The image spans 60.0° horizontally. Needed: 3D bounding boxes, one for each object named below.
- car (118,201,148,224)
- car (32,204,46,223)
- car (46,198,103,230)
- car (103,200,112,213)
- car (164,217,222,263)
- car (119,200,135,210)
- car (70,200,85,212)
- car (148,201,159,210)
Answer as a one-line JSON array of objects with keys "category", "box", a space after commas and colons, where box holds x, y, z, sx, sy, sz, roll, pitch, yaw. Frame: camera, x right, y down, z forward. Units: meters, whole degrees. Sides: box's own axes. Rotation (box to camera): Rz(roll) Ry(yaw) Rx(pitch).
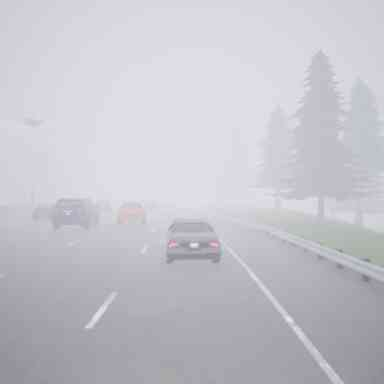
[{"category": "car", "box": [-4.846, 1.594, 27.170, 2.097, 1.767, 4.553, 0, -1, -8]}, {"category": "car", "box": [-12.164, 1.746, 28.571, 2.128, 1.511, 4.902, 0, 0, -9]}, {"category": "car", "box": [-7.806, 1.425, 22.766, 2.150, 2.045, 5.566, 0, 0, -6]}, {"category": "car", "box": [-11.120, 1.722, 41.688, 2.097, 1.767, 4.553, 0, -1, -14]}, {"category": "car", "box": [-0.057, 1.659, 12.446, 2.033, 1.411, 5.357, 0, 0, -3]}, {"category": "car", "box": [-9.991, 2.016, 50.772, 1.994, 1.385, 4.181, 0, -1, -17]}, {"category": "car", "box": [-16.267, 1.928, 47.494, 1.837, 1.490, 4.892, 1, 0, -16]}, {"category": "car", "box": [-6.351, 2.016, 50.813, 1.994, 1.385, 4.181, 0, -1, -17]}]
